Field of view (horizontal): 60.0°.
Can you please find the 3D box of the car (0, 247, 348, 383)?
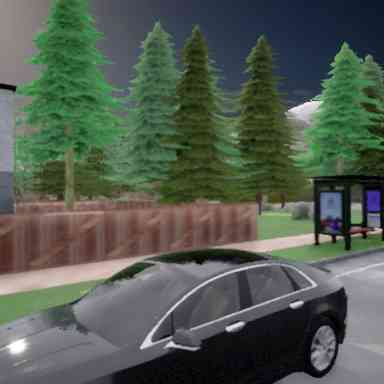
[{"bbox_3d":[-0.046,1.526,3.967,4.892,1.490,1.837,0,0,-36],"label":"car"}]
